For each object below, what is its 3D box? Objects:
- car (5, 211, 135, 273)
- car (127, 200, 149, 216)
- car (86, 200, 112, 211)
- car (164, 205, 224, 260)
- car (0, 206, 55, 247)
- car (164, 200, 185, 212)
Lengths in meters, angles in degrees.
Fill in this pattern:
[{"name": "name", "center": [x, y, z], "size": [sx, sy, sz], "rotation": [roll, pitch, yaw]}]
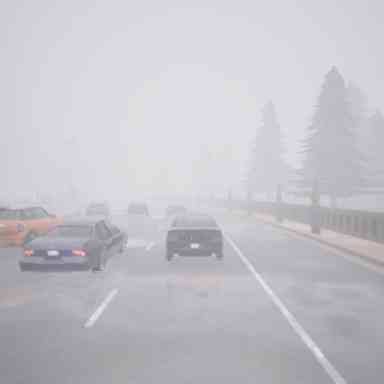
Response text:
[{"name": "car", "center": [-3.411, 1.549, 10.667], "size": [2.033, 1.411, 5.357], "rotation": [0, 0, 0]}, {"name": "car", "center": [-5.213, 1.481, 32.066], "size": [1.882, 1.535, 5.008], "rotation": [0, 0, -9]}, {"name": "car", "center": [-8.498, 1.495, 30.519], "size": [2.128, 1.511, 4.902], "rotation": [0, 0, -9]}, {"name": "car", "center": [0.057, 1.479, 12.509], "size": [1.882, 1.535, 5.008], "rotation": [0, 0, -1]}, {"name": "car", "center": [-6.980, 1.353, 13.989], "size": [2.097, 1.767, 4.553], "rotation": [0, 0, -1]}, {"name": "car", "center": [-1.604, 1.530, 31.531], "size": [1.812, 1.442, 4.674], "rotation": [0, 0, -9]}]
